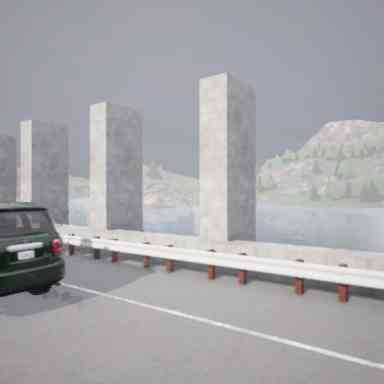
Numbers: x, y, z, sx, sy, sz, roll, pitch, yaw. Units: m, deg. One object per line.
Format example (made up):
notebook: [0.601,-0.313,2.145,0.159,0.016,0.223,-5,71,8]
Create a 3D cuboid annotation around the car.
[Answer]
car: [-5.238,1.254,7.596,5.566,2.045,2.150,0,0,35]
